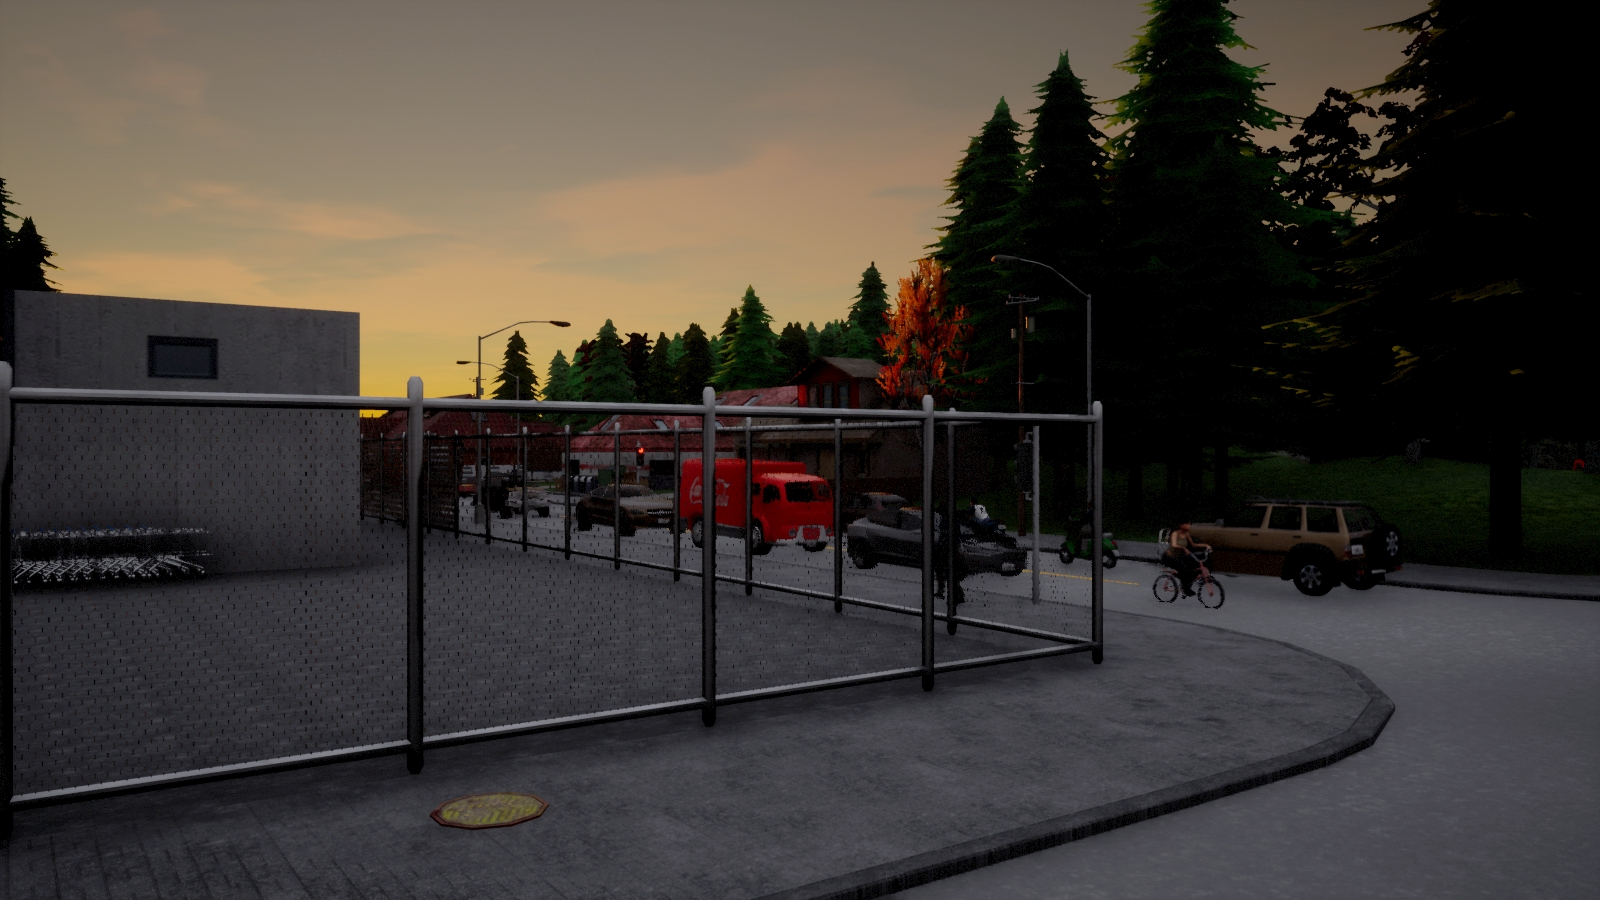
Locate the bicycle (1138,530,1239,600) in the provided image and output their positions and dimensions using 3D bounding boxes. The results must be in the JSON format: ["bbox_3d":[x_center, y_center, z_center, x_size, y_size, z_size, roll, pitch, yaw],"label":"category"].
[{"bbox_3d":[6.939,2.033,20.433,0.859,1.080,1.487,0,0,-35],"label":"bicycle"}]

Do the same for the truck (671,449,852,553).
[{"bbox_3d":[-1.181,1.314,32.057,2.627,2.467,5.204,0,2,-35],"label":"truck"}]

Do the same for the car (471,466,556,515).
[{"bbox_3d":[-12.004,1.641,47.651,1.932,1.855,4.605,0,0,-35],"label":"car"}]

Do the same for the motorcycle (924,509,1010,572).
[{"bbox_3d":[3.660,1.959,25.125,0.856,1.236,1.805,0,0,-35],"label":"motorcycle"}]

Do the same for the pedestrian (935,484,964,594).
[{"bbox_3d":[2.574,1.515,19.663,0.375,1.860,0.375,0,0,30],"label":"pedestrian"}]

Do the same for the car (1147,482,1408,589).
[{"bbox_3d":[9.644,1.638,23.435,1.932,1.855,4.605,0,-1,-35],"label":"car"}]

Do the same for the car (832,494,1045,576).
[{"bbox_3d":[3.036,1.840,26.012,2.163,1.488,4.792,0,0,-35],"label":"car"}]

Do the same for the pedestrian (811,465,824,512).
[{"bbox_3d":[0.709,1.521,45.683,0.375,1.860,0.375,0,0,-35],"label":"pedestrian"}]
